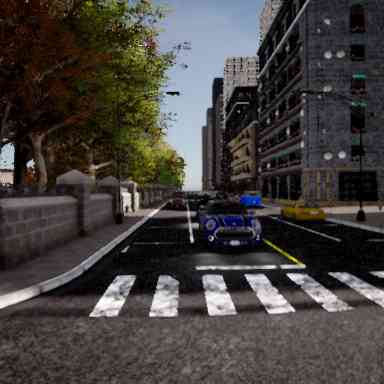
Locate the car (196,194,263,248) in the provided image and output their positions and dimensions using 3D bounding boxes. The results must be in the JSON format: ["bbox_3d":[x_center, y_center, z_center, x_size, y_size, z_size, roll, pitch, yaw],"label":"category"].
[{"bbox_3d":[1.420,1.128,13.574,2.097,1.767,4.553,-1,1,-1],"label":"car"}]

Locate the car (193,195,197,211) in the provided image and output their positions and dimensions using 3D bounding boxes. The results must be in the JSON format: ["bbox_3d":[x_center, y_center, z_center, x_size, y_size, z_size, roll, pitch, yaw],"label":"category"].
[{"bbox_3d":[1.233,1.192,23.616,1.812,1.442,4.674,-1,1,-1],"label":"car"}]

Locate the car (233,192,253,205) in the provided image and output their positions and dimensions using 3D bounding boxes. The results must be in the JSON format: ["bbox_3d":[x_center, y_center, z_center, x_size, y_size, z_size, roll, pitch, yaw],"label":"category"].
[{"bbox_3d":[6.656,0.834,43.635,1.967,1.590,4.097,0,1,-1],"label":"car"}]

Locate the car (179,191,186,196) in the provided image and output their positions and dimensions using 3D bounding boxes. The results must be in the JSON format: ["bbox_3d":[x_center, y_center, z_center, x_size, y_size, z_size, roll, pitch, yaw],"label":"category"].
[{"bbox_3d":[-2.651,0.403,93.313,1.967,1.590,4.097,0,1,-1],"label":"car"}]

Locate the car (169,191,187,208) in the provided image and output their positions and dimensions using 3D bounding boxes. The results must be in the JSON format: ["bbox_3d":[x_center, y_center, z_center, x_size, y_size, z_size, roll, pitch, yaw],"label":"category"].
[{"bbox_3d":[-1.619,0.978,37.939,1.967,1.590,4.097,0,1,-1],"label":"car"}]

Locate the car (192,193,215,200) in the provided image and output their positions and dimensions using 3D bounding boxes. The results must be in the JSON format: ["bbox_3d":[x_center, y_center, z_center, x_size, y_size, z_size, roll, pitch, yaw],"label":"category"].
[{"bbox_3d":[1.053,1.061,33.858,1.837,1.490,4.892,-1,1,-1],"label":"car"}]

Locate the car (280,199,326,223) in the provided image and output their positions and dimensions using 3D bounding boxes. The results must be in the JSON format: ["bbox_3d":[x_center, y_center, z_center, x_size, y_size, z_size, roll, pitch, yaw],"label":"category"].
[{"bbox_3d":[7.065,1.156,21.655,1.752,1.417,4.829,0,1,-1],"label":"car"}]

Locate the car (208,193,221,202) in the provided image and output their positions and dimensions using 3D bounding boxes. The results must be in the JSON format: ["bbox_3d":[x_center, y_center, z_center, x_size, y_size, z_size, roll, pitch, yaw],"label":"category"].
[{"bbox_3d":[3.819,0.882,56.777,1.895,1.301,4.718,-1,1,-1],"label":"car"}]

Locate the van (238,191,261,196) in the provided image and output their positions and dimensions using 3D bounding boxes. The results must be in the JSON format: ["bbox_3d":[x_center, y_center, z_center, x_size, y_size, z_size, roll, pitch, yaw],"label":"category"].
[{"bbox_3d":[6.759,0.794,38.096,1.690,1.788,3.998,0,1,-1],"label":"van"}]

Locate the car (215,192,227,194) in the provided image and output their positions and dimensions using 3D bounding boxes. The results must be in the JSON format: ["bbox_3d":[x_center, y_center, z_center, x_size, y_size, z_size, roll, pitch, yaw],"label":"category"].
[{"bbox_3d":[4.001,0.739,46.733,2.097,1.767,4.553,-1,1,0],"label":"car"}]

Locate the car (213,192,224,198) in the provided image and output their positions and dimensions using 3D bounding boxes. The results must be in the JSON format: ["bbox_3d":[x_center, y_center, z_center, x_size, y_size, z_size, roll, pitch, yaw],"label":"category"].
[{"bbox_3d":[6.038,0.597,76.860,2.008,1.369,4.403,0,1,-1],"label":"car"}]

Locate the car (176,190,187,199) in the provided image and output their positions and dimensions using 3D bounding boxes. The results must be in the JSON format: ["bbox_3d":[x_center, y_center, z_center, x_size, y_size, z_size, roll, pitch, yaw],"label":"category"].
[{"bbox_3d":[-2.239,0.503,71.162,2.192,1.841,5.009,0,1,-1],"label":"car"}]
